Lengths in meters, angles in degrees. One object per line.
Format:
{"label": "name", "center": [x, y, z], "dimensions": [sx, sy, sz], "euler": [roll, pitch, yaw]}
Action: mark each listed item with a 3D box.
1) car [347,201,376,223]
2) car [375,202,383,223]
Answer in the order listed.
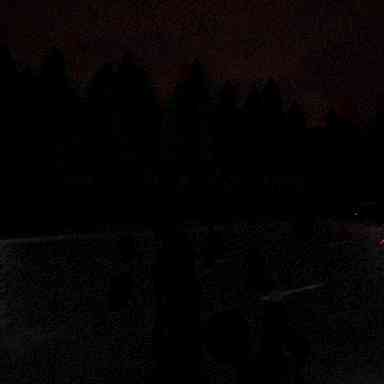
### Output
{"label": "car", "center": [14.041, 1.459, 25.656], "dimensions": [5.008, 1.535, 1.882], "euler": [0, 0, -34]}
{"label": "car", "center": [14.319, 1.490, 21.642], "dimensions": [4.892, 1.490, 1.837], "euler": [1, 0, -34]}
